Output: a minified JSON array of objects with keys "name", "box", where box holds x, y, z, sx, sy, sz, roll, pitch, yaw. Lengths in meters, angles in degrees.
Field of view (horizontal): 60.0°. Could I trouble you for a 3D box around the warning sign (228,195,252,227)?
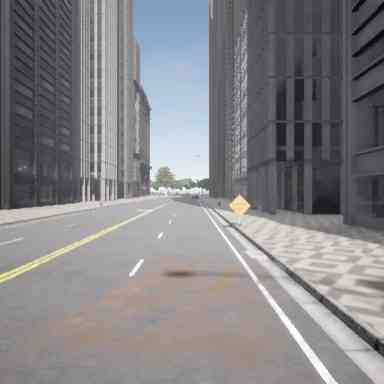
[{"name":"warning sign","box":[2.851,1.103,19.847,1.300,1.860,1.060,0,0,0]}]
